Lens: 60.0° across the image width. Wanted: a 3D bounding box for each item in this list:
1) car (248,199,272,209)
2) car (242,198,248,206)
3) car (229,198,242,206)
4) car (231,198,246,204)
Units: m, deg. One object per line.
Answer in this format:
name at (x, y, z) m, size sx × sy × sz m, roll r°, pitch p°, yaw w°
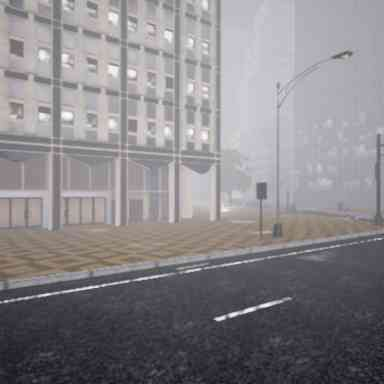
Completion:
car at (11.248, 1.987, 54.056) m, size 2.033 × 1.411 × 5.357 m, roll 0°, pitch -1°, yaw -8°
car at (12.399, 2.088, 67.902) m, size 2.128 × 1.511 × 4.902 m, roll 0°, pitch -1°, yaw -8°
car at (9.148, 2.008, 69.479) m, size 1.882 × 1.535 × 5.008 m, roll 0°, pitch -1°, yaw -8°
car at (10.946, 2.106, 78.217) m, size 2.128 × 1.511 × 4.902 m, roll 0°, pitch -1°, yaw -8°
